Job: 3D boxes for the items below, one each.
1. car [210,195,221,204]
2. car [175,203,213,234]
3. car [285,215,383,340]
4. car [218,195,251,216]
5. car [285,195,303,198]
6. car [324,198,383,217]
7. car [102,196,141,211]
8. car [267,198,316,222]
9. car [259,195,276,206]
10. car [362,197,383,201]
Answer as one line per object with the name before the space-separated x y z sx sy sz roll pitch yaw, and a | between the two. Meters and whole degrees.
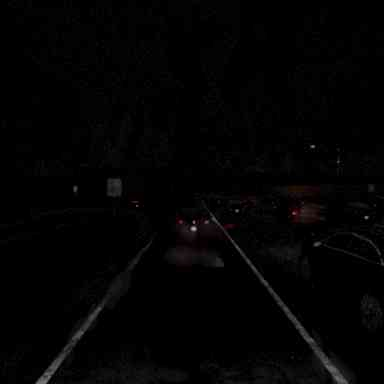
car | 3.609 1.158 46.914 1.812 1.442 4.674 0 0 0
car | 0.070 1.458 18.133 1.895 1.301 4.718 0 0 -1
car | 3.603 1.439 6.413 2.128 1.511 4.902 0 0 0
car | 3.606 1.299 28.948 1.812 1.442 4.674 0 0 0
car | 14.108 1.144 46.086 1.837 1.490 4.892 0 0 0
car | 10.605 1.349 22.507 1.812 1.442 4.674 0 0 0
car | -7.839 1.216 36.798 4.892 1.490 1.837 0 0 34
car | 7.104 1.363 23.489 2.033 1.411 5.357 0 0 0
car | 10.608 1.144 46.087 1.837 1.490 4.892 0 0 0
car | 14.104 1.147 26.119 2.097 1.767 4.553 0 0 0
